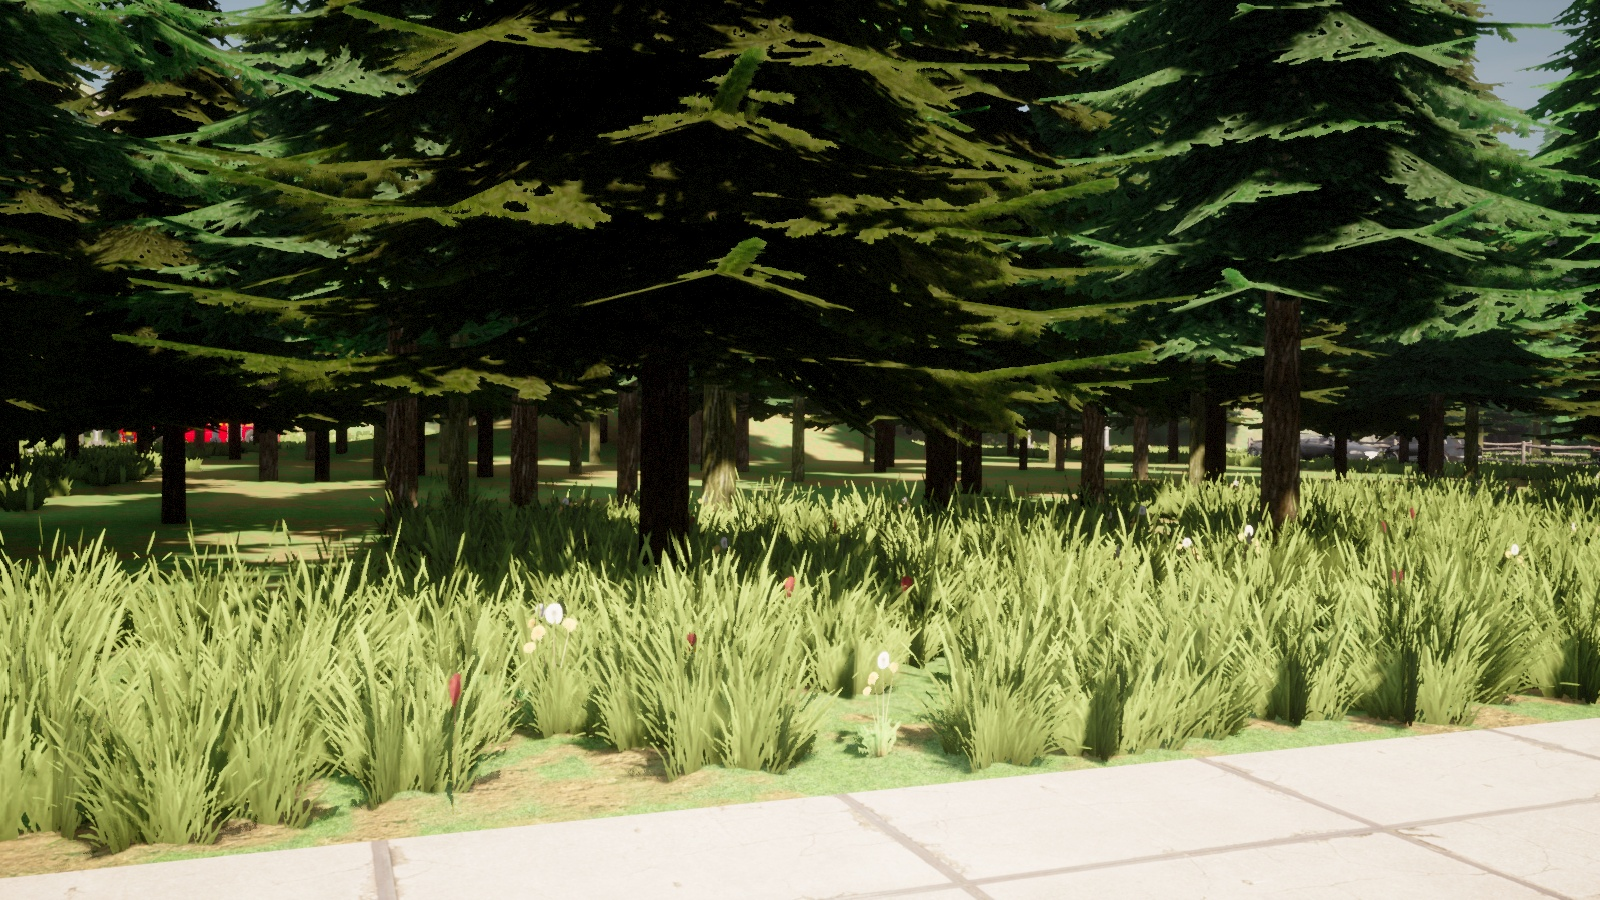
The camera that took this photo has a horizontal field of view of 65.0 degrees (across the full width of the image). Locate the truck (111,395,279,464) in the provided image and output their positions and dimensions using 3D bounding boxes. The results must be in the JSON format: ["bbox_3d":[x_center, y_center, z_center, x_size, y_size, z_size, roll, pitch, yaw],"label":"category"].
[{"bbox_3d":[-35.417,-1.213,73.895,2.891,3.827,8.468,0,1,37],"label":"truck"}]

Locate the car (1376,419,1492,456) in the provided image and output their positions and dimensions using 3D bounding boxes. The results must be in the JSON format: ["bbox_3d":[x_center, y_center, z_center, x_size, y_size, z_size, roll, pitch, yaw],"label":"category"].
[{"bbox_3d":[29.944,-0.590,59.509,2.033,1.649,4.856,-1,1,-20],"label":"car"}]

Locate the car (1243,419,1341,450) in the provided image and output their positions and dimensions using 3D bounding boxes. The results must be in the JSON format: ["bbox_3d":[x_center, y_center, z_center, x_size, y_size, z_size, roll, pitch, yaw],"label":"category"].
[{"bbox_3d":[26.747,-0.852,68.436,2.152,1.651,5.027,-1,1,-20],"label":"car"}]

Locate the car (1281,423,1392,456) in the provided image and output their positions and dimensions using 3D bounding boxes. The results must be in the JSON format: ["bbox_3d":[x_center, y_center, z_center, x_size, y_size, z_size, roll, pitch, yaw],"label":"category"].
[{"bbox_3d":[25.826,-0.538,60.652,2.128,1.511,4.902,-1,1,-20],"label":"car"}]
